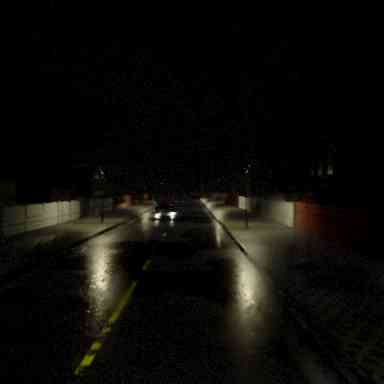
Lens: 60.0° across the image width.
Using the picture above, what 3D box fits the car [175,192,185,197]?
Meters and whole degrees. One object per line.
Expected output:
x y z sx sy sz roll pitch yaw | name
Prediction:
-2.822 0.713 78.602 2.097 1.767 4.553 0 0 0 | car

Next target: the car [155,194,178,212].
-2.878 1.288 36.508 1.882 1.535 5.008 0 0 0 | car

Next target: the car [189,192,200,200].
0.892 1.062 76.345 1.882 1.535 5.008 0 0 0 | car
